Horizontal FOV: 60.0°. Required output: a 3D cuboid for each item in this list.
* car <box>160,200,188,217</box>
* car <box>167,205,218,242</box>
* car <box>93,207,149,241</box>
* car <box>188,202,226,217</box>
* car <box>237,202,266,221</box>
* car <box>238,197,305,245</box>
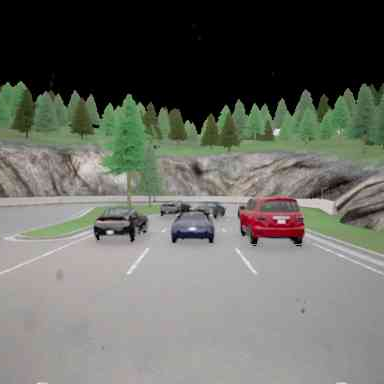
[{"bbox_3d":[-1.418,1.493,30.920,2.128,1.511,4.902,0,0,17],"label":"car"},{"bbox_3d":[0.105,1.564,16.426,1.994,1.385,4.181,0,0,2],"label":"car"},{"bbox_3d":[-3.388,1.493,16.600,2.128,1.511,4.902,0,0,2],"label":"car"},{"bbox_3d":[1.655,1.548,28.995,2.033,1.411,5.357,0,0,16],"label":"car"},{"bbox_3d":[5.228,1.601,28.721,1.895,1.301,4.718,0,0,17],"label":"car"},{"bbox_3d":[3.558,1.225,15.605,2.150,2.045,5.566,0,0,2],"label":"car"}]
